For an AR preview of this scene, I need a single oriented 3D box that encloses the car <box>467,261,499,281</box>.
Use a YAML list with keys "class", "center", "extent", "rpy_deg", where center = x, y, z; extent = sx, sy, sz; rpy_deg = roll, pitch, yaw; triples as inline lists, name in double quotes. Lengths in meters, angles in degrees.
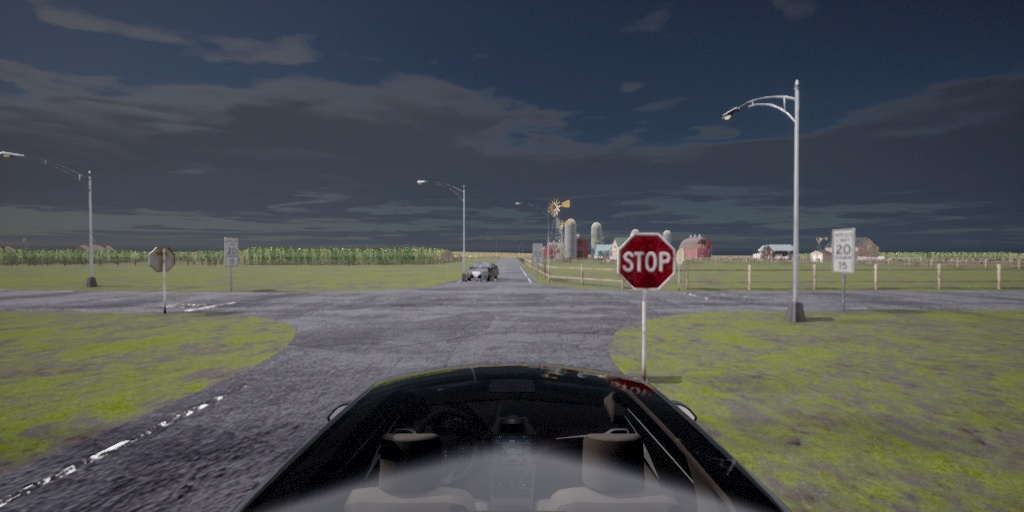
- class: "car"
  center: [-2.321, 1.213, 29.589]
  extent: [2.128, 1.511, 4.902]
  rpy_deg: [0, 0, 10]
